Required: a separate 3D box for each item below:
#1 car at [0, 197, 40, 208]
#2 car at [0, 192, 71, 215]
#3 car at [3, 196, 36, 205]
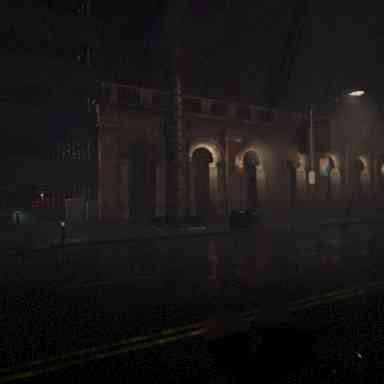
[{"bbox_3d":[-22.932,1.416,44.186,4.718,1.301,1.895,0,0,-30],"label":"car"},{"bbox_3d":[-13.098,0.994,28.495,5.566,2.045,2.435,0,0,-30],"label":"car"},{"bbox_3d":[-28.283,1.355,54.487,4.786,1.482,2.161,0,0,-30],"label":"car"}]
